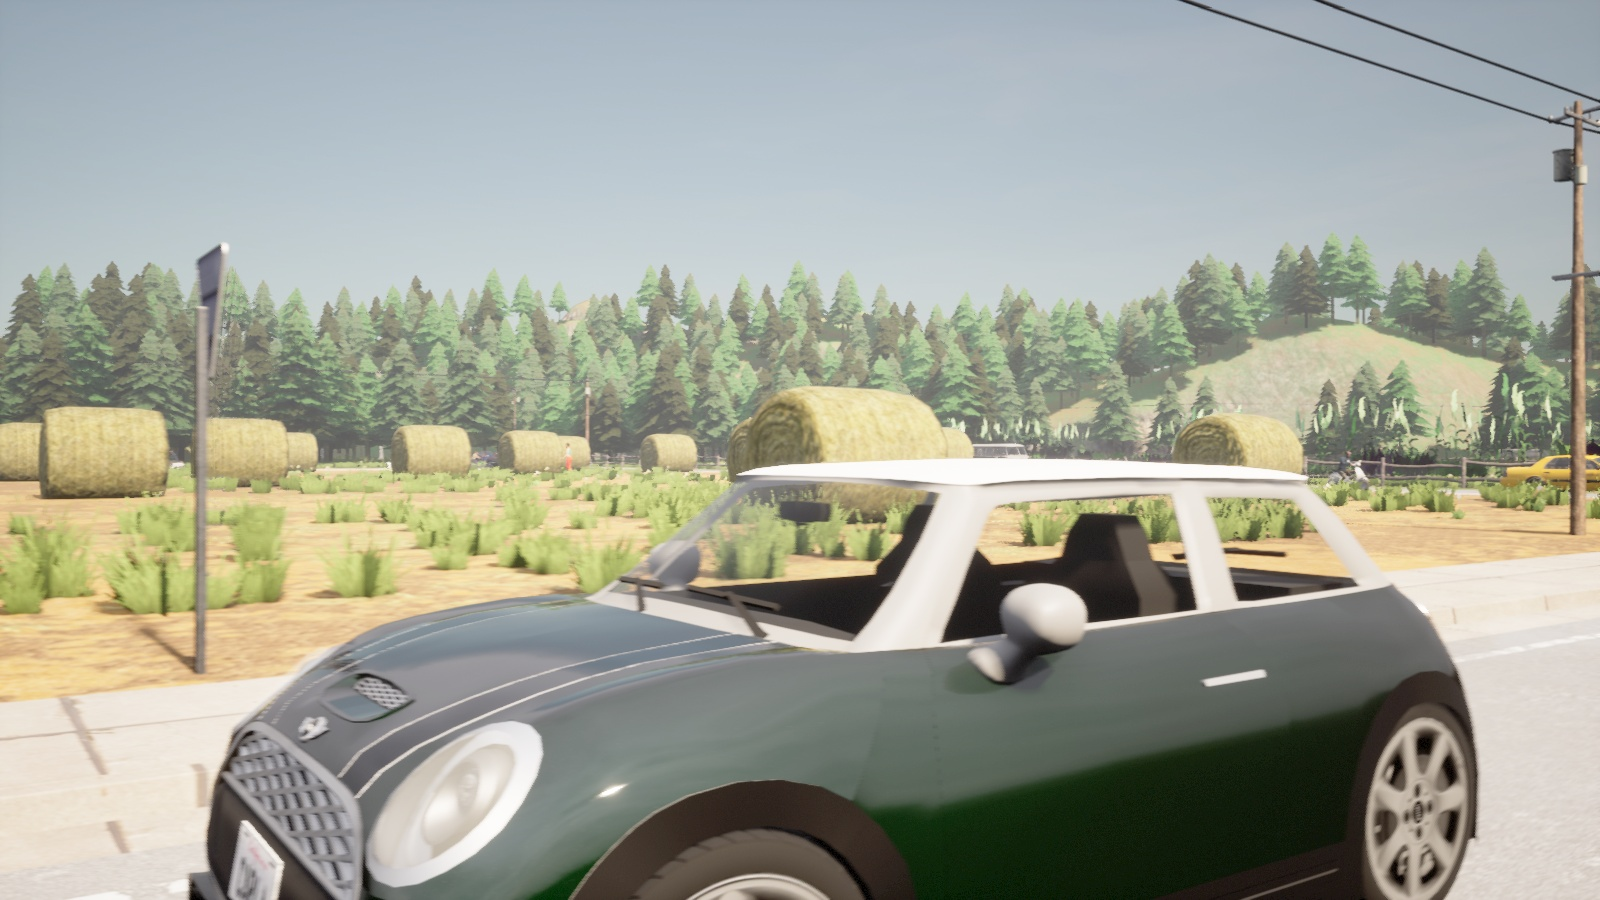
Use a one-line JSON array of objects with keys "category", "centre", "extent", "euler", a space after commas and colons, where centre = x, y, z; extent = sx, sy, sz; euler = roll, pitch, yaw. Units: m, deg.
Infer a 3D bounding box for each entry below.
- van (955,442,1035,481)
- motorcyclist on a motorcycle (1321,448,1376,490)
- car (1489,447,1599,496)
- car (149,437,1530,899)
[{"category": "van", "centre": [10.438, 0.606, 67.445], "extent": [1.775, 1.987, 4.442], "euler": [0, 0, -32]}, {"category": "motorcyclist on a motorcycle", "centre": [21.601, 0.739, 49.497], "extent": [0.866, 1.590, 1.817], "euler": [0, 0, -32]}, {"category": "car", "centre": [26.243, 0.696, 42.021], "extent": [1.801, 1.575, 5.366], "euler": [0, 0, -32]}, {"category": "car", "centre": [0.271, 0.719, 3.854], "extent": [3.806, 1.475, 1.970], "euler": [0, 0, -35]}]
